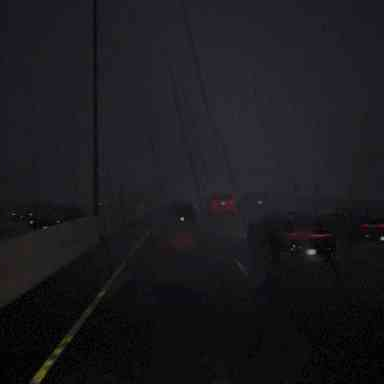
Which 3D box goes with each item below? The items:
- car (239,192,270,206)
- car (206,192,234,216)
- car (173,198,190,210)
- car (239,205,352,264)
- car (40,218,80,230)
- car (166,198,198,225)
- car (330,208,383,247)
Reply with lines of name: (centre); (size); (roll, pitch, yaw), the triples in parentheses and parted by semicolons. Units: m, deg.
car: (5.986, 1.034, 32.330); (2.150, 2.045, 5.566); (0, 0, -2)
car: (2.537, 1.050, 30.869); (2.150, 2.045, 5.566); (0, 0, -2)
car: (-1.311, 1.387, 40.425); (1.895, 1.301, 4.718); (0, 0, -2)
car: (3.208, 1.422, 11.587); (2.128, 1.511, 4.902); (0, 0, -2)
car: (-7.773, 1.459, 19.872); (2.033, 1.411, 5.357); (0, 0, -2)
car: (-0.687, 1.385, 23.020); (1.837, 1.490, 4.892); (0, 1, -2)
car: (6.627, 1.400, 14.066); (2.128, 1.511, 4.902); (0, 0, -2)
